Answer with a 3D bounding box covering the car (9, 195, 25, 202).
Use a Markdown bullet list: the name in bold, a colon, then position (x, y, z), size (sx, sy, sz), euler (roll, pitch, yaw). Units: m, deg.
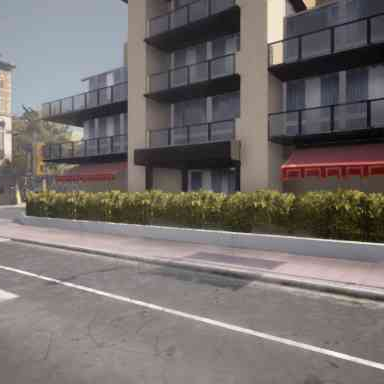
- **car**: position (-40.135, 1.481, 73.993), size (4.892, 1.521, 2.231), euler (0, 0, 35)
